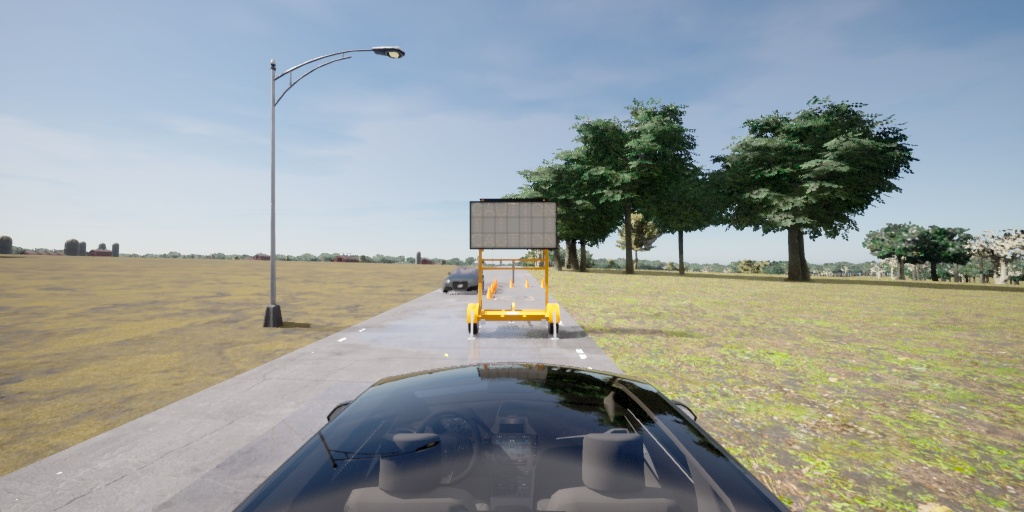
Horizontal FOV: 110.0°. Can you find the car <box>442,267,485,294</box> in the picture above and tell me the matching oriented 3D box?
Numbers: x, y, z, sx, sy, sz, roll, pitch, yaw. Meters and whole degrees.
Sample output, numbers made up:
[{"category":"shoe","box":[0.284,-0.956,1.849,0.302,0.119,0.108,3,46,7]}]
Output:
[{"category":"car","box":[-2.625,1.332,20.189,1.994,1.385,4.181,0,0,0]}]

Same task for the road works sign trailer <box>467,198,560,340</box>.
[{"category":"road works sign trailer","box":[0.041,0.219,9.961,2.380,3.560,2.880,0,0,0]}]
